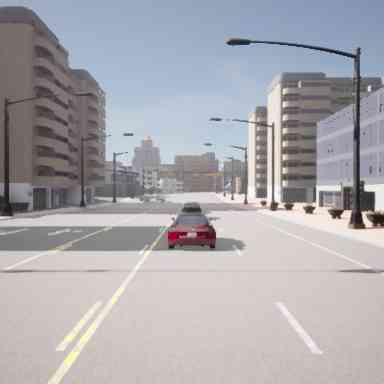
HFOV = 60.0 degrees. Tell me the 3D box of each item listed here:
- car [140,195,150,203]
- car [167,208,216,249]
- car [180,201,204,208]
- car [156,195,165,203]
[{"bbox_3d":[-10.518,1.526,74.722,2.128,1.511,4.902,0,1,0],"label":"car"},{"bbox_3d":[-0.004,1.591,14.655,1.994,1.385,4.181,0,0,0],"label":"car"},{"bbox_3d":[-0.007,1.613,29.656,1.837,1.490,4.892,0,0,0],"label":"car"},{"bbox_3d":[-7.018,1.526,74.722,2.128,1.511,4.902,0,1,0],"label":"car"}]
